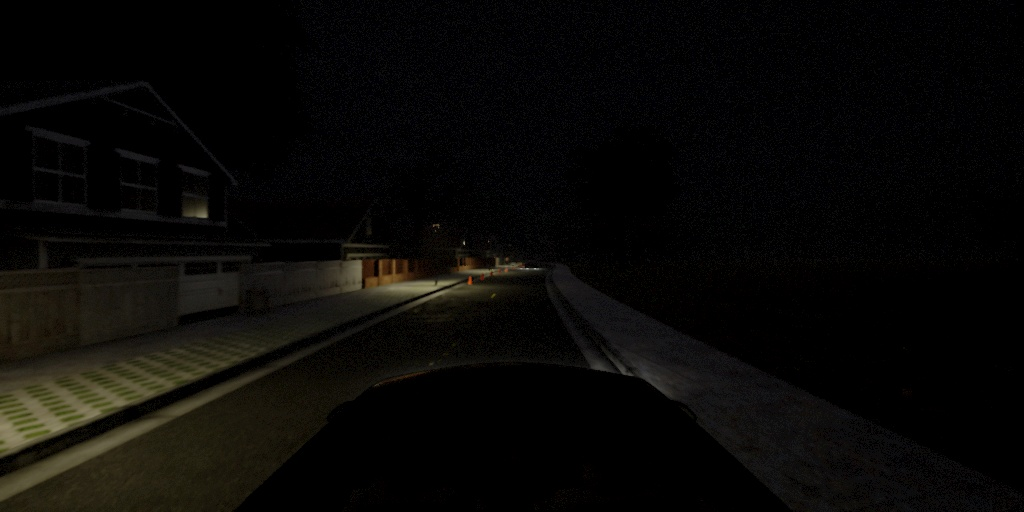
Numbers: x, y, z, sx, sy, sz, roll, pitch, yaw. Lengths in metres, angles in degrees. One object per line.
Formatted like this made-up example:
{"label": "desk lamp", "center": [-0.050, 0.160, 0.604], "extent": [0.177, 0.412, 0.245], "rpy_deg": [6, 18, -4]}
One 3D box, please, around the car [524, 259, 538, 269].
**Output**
{"label": "car", "center": [3.043, 1.230, 57.109], "extent": [1.812, 1.442, 4.674], "rpy_deg": [0, 0, 8]}

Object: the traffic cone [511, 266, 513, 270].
{"label": "traffic cone", "center": [0.050, 1.645, 50.082], "extent": [0.340, 0.580, 0.340], "rpy_deg": [0, 0, 9]}

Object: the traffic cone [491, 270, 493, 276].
{"label": "traffic cone", "center": [-1.978, 1.657, 35.103], "extent": [0.340, 0.580, 0.340], "rpy_deg": [0, 0, 6]}

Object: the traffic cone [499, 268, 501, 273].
{"label": "traffic cone", "center": [-1.382, 1.652, 40.108], "extent": [0.340, 0.580, 0.340], "rpy_deg": [0, 0, 7]}

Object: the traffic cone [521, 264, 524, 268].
{"label": "traffic cone", "center": [1.450, 1.657, 59.904], "extent": [0.340, 0.580, 0.340], "rpy_deg": [0, 0, 7]}

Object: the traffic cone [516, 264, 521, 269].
{"label": "traffic cone", "center": [0.789, 1.649, 54.988], "extent": [0.340, 0.580, 0.340], "rpy_deg": [0, 0, 8]}

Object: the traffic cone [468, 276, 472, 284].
{"label": "traffic cone", "center": [-2.924, 1.669, 25.067], "extent": [0.340, 0.580, 0.340], "rpy_deg": [0, 0, 4]}

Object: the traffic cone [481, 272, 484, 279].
{"label": "traffic cone", "center": [-2.492, 1.663, 30.088], "extent": [0.340, 0.580, 0.340], "rpy_deg": [0, 0, 5]}

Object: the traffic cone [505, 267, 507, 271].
{"label": "traffic cone", "center": [-0.706, 1.647, 45.103], "extent": [0.340, 0.580, 0.340], "rpy_deg": [0, 0, 8]}
